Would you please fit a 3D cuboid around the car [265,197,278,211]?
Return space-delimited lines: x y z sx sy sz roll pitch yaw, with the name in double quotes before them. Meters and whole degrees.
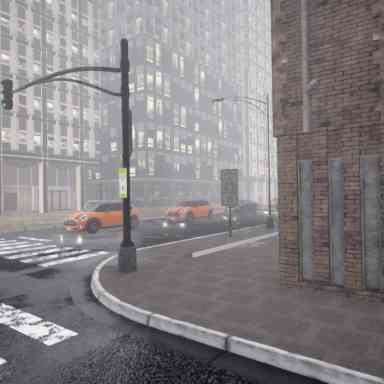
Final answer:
"car" 11.075 1.471 42.538 2.097 1.767 4.553 -1 -1 36

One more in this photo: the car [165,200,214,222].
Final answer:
"car" -0.149 1.433 27.066 2.097 1.767 4.553 -1 -1 36

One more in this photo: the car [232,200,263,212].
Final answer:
"car" 6.993 1.689 41.367 1.752 1.417 4.829 -2 -1 36

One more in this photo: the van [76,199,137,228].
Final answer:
"van" -5.917 1.460 23.512 1.690 1.788 3.998 -2 -1 36

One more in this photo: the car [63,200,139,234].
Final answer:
"car" -5.358 1.416 19.912 2.097 1.767 4.553 -1 -1 37

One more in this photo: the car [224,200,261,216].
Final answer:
"car" 5.131 1.590 34.359 2.128 1.511 4.902 -1 -1 36
